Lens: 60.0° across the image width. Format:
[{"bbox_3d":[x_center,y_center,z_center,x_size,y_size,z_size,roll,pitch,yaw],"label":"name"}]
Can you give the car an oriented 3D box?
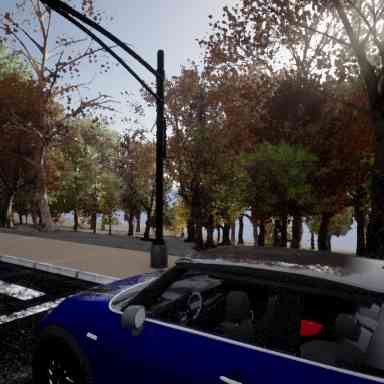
[{"bbox_3d":[0.418,1.352,3.358,4.553,1.767,2.097,0,0,34],"label":"car"}]
